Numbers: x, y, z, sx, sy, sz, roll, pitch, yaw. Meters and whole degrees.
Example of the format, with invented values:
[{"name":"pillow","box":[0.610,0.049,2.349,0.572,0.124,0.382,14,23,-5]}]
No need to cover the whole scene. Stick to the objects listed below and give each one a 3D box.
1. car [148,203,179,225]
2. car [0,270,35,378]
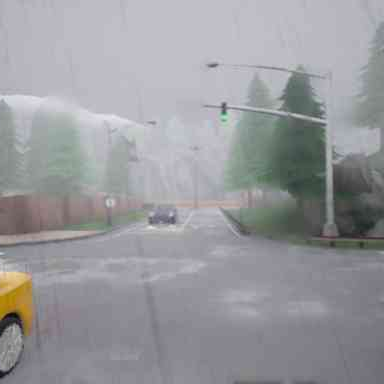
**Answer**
[{"name":"car","box":[-2.320,1.746,27.895,2.097,1.767,4.553,-1,-1,2]},{"name":"car","box":[-3.310,1.548,2.849,1.882,1.535,5.008,-1,-1,2]}]
